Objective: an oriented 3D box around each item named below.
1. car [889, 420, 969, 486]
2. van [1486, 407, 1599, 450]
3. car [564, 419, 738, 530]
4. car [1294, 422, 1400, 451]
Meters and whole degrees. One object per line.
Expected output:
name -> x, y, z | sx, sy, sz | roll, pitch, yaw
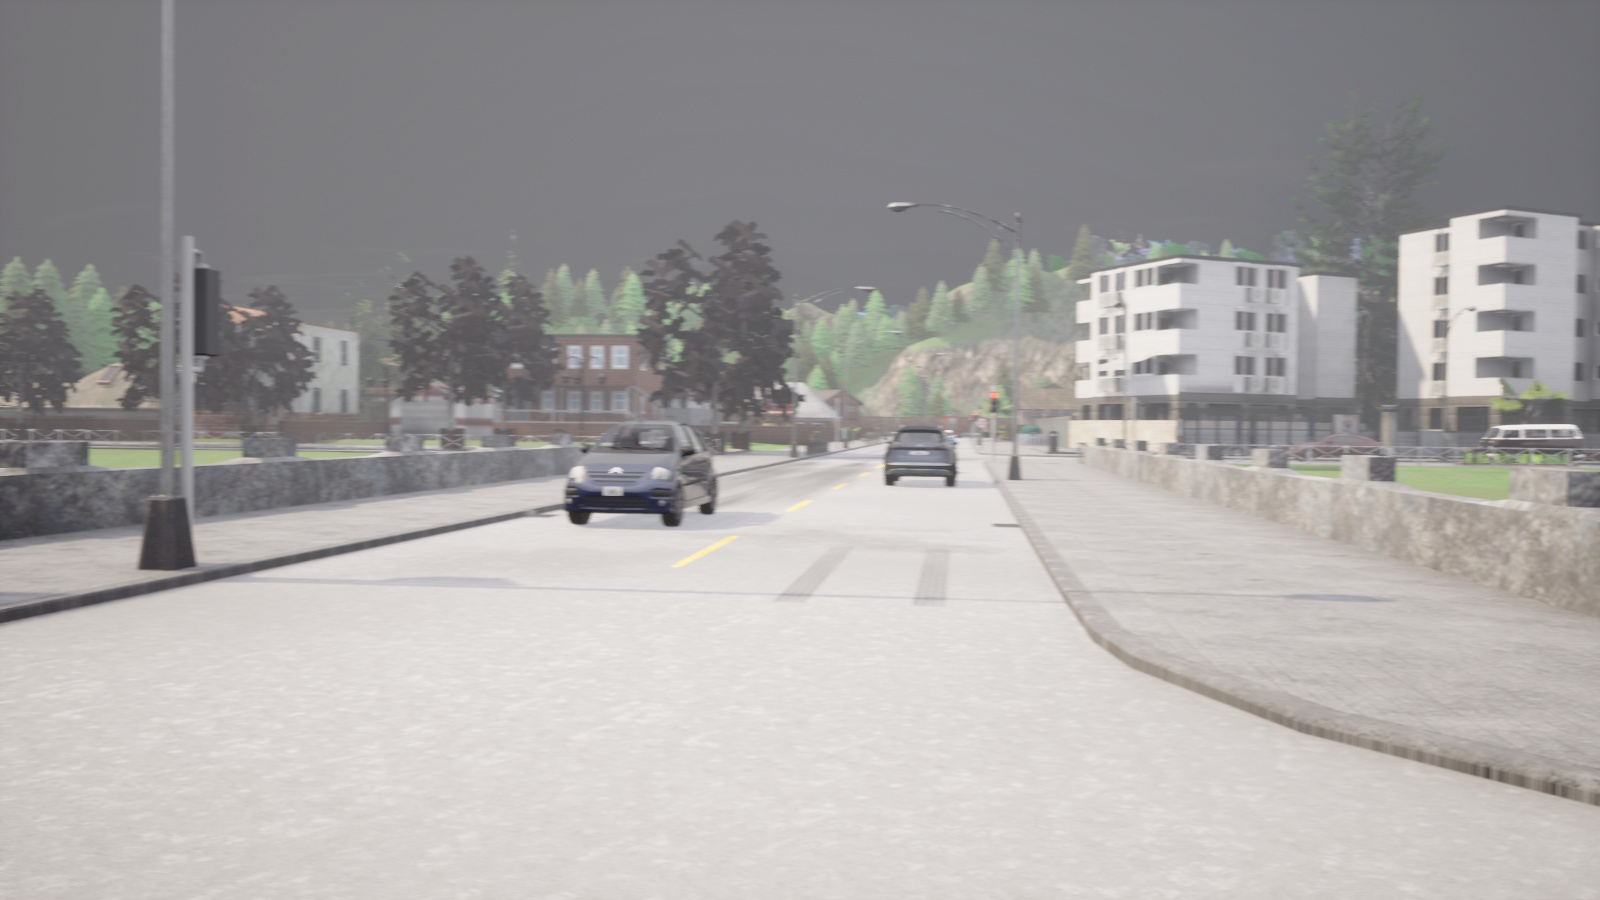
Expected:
car -> 3.606, 0.032, 34.442 | 2.033, 1.649, 4.856 | 0, 1, 8
van -> 37.201, -1.073, 62.958 | 4.480, 2.038, 2.069 | -1, 1, 8
car -> -2.296, 0.328, 20.446 | 1.851, 1.617, 3.988 | 0, 1, 8
car -> 27.926, -0.694, 64.208 | 4.674, 1.442, 1.812 | 0, 1, 8
